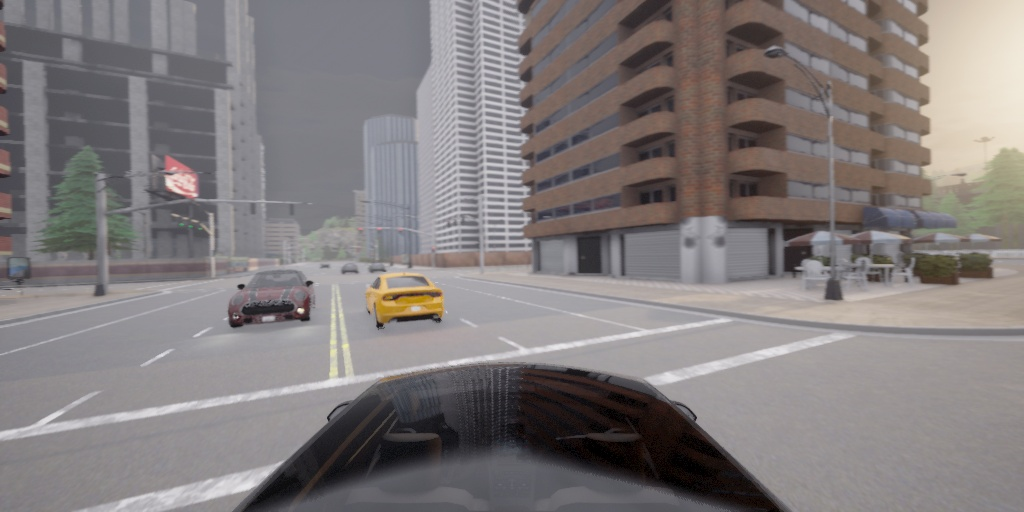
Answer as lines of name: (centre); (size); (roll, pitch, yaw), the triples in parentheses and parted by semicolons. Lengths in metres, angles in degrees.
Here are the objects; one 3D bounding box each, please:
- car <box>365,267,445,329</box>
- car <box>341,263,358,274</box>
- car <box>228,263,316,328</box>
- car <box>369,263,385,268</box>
car: (-3.702, 1.292, 11.919); (1.882, 1.535, 5.008); (-1, 0, -26)
car: (-22.016, 1.693, 48.689); (1.994, 1.385, 4.181); (-2, 0, -26)
car: (-8.158, 1.276, 12.555); (2.097, 1.767, 4.553); (-2, 0, -26)
car: (-19.005, 1.610, 50.492); (1.994, 1.385, 4.181); (-2, 0, -26)
